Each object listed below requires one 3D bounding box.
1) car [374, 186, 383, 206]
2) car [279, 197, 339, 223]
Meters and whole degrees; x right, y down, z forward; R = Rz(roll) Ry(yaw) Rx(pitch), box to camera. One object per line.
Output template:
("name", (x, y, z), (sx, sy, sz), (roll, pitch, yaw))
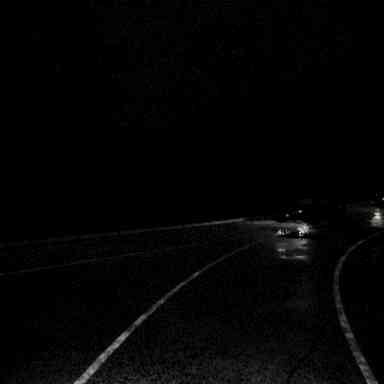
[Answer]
("car", (17.917, 0.018, 28.305), (5.566, 2.045, 2.150), (-5, 3, -30))
("car", (7.648, 1.047, 21.491), (4.674, 1.442, 1.812), (-3, 2, -36))
